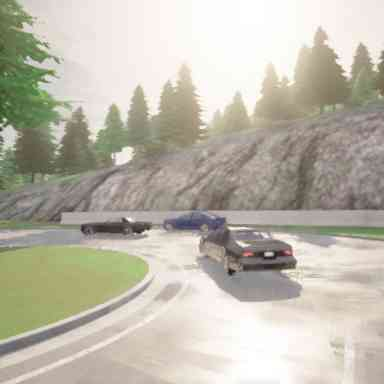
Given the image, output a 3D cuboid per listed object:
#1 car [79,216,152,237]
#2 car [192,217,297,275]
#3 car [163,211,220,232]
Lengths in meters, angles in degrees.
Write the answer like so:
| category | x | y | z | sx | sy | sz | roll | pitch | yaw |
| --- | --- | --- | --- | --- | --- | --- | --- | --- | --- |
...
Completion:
| category | x | y | z | sx | sy | sz | roll | pitch | yaw |
| --- | --- | --- | --- | --- | --- | --- | --- | --- | --- |
| car | -5.247 | 2.341 | 22.866 | 4.718 | 1.301 | 1.895 | -1 | -2 | 15 |
| car | 1.642 | 1.850 | 11.682 | 2.033 | 1.411 | 5.357 | -1 | -2 | -11 |
| car | 0.165 | 2.152 | 24.166 | 5.008 | 1.535 | 1.882 | -2 | -3 | 33 |
